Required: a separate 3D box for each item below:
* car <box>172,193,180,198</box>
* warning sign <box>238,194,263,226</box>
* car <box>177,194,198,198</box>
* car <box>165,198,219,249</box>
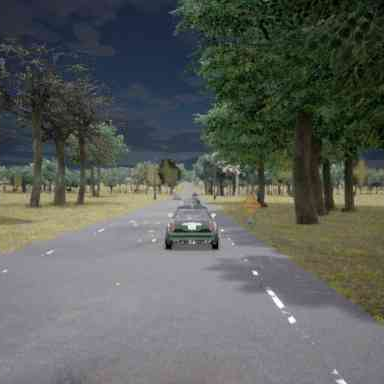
[{"bbox_3d":[-3.499,1.051,76.012,2.097,1.767,4.553,0,0,0],"label":"car"},{"bbox_3d":[3.581,1.082,20.396,1.300,1.860,1.060,2,2,0],"label":"warning sign"},{"bbox_3d":[0.000,1.313,29.635,2.097,1.767,4.553,0,0,0],"label":"car"},{"bbox_3d":[0.000,1.345,14.627,2.097,1.767,4.553,0,0,0],"label":"car"}]
